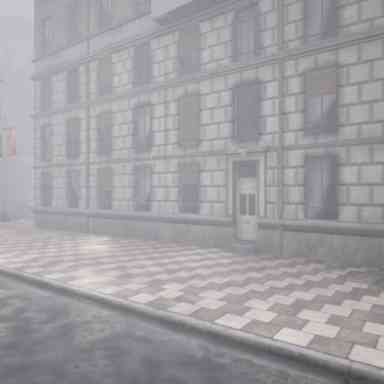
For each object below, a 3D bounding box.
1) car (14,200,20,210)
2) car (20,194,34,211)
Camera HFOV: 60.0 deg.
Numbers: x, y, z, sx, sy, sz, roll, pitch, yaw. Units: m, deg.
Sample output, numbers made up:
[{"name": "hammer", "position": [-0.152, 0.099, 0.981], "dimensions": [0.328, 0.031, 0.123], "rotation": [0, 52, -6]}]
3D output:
[{"name": "car", "position": [-19.215, 1.221, 41.817], "dimensions": [2.150, 2.045, 5.566], "rotation": [0, 0, 36]}, {"name": "car", "position": [-17.025, 1.352, 38.868], "dimensions": [2.097, 1.767, 4.553], "rotation": [0, 0, 36]}]
